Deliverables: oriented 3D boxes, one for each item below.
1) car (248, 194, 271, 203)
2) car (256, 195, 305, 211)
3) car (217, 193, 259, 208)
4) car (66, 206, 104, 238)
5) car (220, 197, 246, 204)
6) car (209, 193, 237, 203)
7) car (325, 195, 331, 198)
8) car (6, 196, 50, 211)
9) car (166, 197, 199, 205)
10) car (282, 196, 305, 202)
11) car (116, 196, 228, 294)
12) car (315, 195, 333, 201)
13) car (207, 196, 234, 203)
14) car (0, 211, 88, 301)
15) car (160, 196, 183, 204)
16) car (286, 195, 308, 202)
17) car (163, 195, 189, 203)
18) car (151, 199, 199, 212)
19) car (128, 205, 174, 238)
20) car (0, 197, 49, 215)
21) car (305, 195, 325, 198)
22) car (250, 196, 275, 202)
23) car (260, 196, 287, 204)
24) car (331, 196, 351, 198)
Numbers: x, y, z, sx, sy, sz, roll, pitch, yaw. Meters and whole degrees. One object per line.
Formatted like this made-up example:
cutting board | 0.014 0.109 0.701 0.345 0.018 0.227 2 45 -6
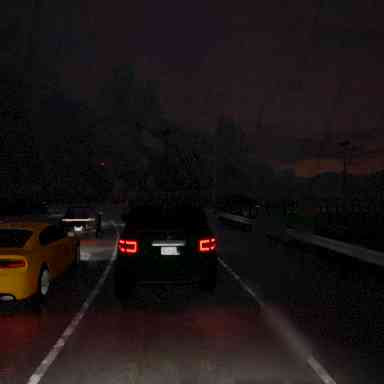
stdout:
car | 14.634 1.355 71.886 4.553 1.767 2.097 0 0 -20
car | 10.812 1.492 40.559 4.902 1.511 2.128 0 0 -20
car | 6.438 1.223 46.410 5.566 2.045 2.150 0 0 -20
car | -5.773 1.492 17.548 2.128 1.511 4.902 0 0 -14
car | 7.628 1.564 61.958 4.181 1.385 1.994 0 0 -20
car | 6.749 1.225 72.723 5.566 2.045 2.150 0 0 -20
car | 31.946 1.595 79.762 4.718 1.301 1.895 0 0 -30
car | -19.883 1.356 40.493 4.553 1.767 2.097 0 0 -20
car | -1.685 1.547 58.556 5.357 1.411 2.033 0 0 -20
car | 22.896 1.595 74.997 4.718 1.301 1.895 0 0 -23
car | -0.759 1.221 9.034 2.150 2.045 5.566 0 0 -7
car | 33.863 1.452 85.344 5.008 1.535 1.882 0 0 -34
car | 5.873 1.547 68.687 5.357 1.411 2.033 0 0 -20
car | -4.166 1.478 8.305 1.882 1.535 5.008 0 0 -6
car | -4.006 1.564 65.143 4.181 1.385 1.994 0 0 -20
car | 25.289 1.478 79.975 5.008 1.535 1.882 0 0 -27
car | -3.306 1.478 69.043 5.008 1.535 1.882 0 0 -20
car | -1.974 1.549 39.600 5.357 1.411 2.033 0 0 -20
car | -2.512 1.547 19.073 2.033 1.411 5.357 0 0 -13
car | -16.030 1.513 30.721 4.892 1.490 1.837 0 0 -20
car | 24.270 1.553 68.017 4.181 1.385 1.994 0 0 -20
car | 16.158 1.540 76.175 5.357 1.411 2.033 0 0 -20
car | 15.877 1.478 64.936 5.008 1.535 1.882 0 0 -20
car | 33.537 1.540 72.511 5.357 1.411 2.033 0 0 -30
